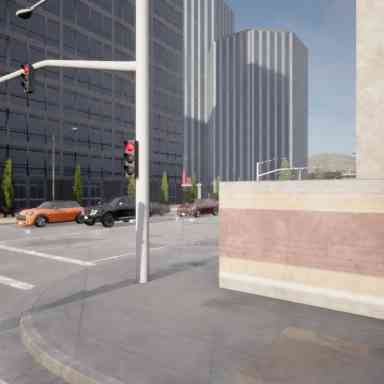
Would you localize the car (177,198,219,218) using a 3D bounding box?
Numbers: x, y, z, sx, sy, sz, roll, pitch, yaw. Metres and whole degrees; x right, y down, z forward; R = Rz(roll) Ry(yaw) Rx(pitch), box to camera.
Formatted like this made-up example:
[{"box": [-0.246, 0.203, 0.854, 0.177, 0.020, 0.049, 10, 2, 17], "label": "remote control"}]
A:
[{"box": [0.561, 1.407, 31.507, 2.097, 1.767, 4.553, 0, 0, 36], "label": "car"}]

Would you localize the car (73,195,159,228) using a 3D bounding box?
[{"box": [-5.170, 1.277, 23.539, 2.150, 2.045, 5.566, 0, 0, 36], "label": "car"}]

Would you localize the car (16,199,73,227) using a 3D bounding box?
[{"box": [-9.725, 1.407, 23.194, 2.097, 1.767, 4.553, 0, 0, 36], "label": "car"}]

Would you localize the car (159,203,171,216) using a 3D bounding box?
[{"box": [-4.198, 1.603, 30.887, 2.033, 1.411, 5.357, 0, 0, 36], "label": "car"}]

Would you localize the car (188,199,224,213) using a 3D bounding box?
[{"box": [1.730, 1.560, 39.116, 1.837, 1.490, 4.892, 0, 0, 36], "label": "car"}]
